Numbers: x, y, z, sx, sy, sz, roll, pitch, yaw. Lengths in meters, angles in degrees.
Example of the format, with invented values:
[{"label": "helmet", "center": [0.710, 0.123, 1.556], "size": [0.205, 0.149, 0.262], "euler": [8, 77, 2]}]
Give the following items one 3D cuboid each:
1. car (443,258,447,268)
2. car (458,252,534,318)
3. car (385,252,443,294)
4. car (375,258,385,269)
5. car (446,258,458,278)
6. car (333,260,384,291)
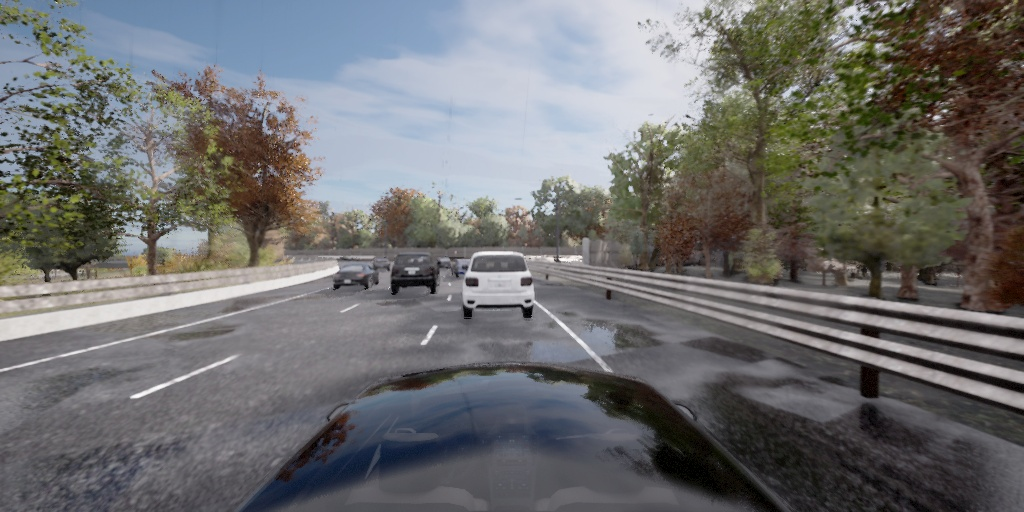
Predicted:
[{"label": "car", "center": [-8.322, 0.939, 43.002], "size": [1.812, 1.442, 4.674], "euler": [0, 1, -21]}, {"label": "car", "center": [-0.587, 0.875, 12.688], "size": [2.150, 2.045, 5.566], "euler": [0, 0, -5]}, {"label": "car", "center": [-5.040, 0.834, 19.173], "size": [2.150, 2.045, 5.566], "euler": [0, 0, -9]}, {"label": "car", "center": [-15.003, 0.945, 41.148], "size": [2.128, 1.511, 4.902], "euler": [0, 1, -22]}, {"label": "car", "center": [-4.148, 1.054, 30.736], "size": [2.033, 1.411, 5.357], "euler": [0, 1, -15]}, {"label": "car", "center": [-8.943, 1.138, 20.818], "size": [1.812, 1.442, 4.674], "euler": [0, 1, -11]}]
